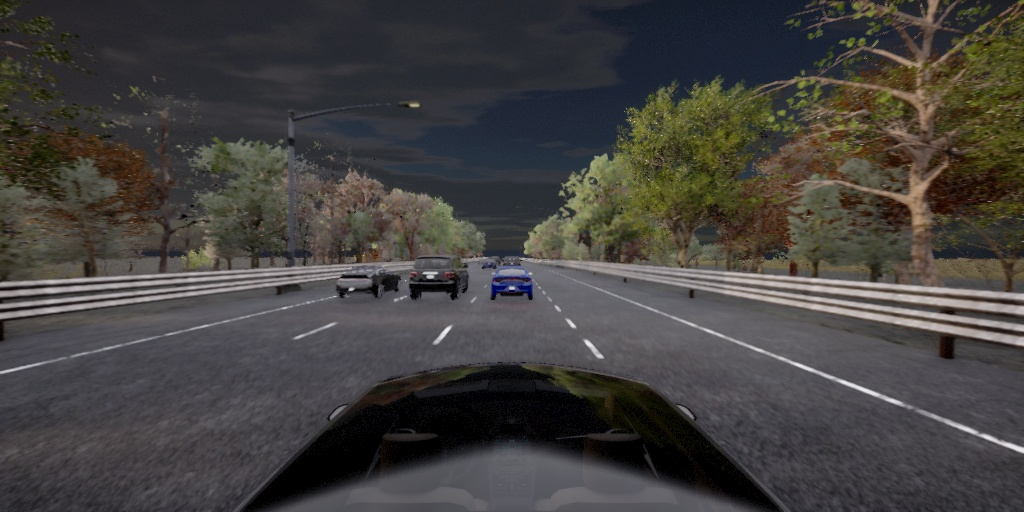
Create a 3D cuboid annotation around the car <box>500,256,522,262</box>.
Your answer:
[{"bbox_3d":[-0.003,0.993,43.720,2.150,2.045,5.566,0,0,0],"label":"car"}]

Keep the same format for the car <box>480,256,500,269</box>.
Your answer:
[{"bbox_3d":[-3.503,1.134,57.650,2.097,1.767,4.553,0,0,0],"label":"car"}]

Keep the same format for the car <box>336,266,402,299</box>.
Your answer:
[{"bbox_3d":[-7.003,1.249,18.084,2.128,1.511,4.902,0,0,0],"label":"car"}]

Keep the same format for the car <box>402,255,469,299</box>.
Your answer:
[{"bbox_3d":[-3.502,0.979,18.078,2.150,2.045,5.566,0,0,0],"label":"car"}]

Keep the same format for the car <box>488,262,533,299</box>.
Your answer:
[{"bbox_3d":[0.000,1.235,17.980,1.882,1.535,5.008,0,0,0],"label":"car"}]
